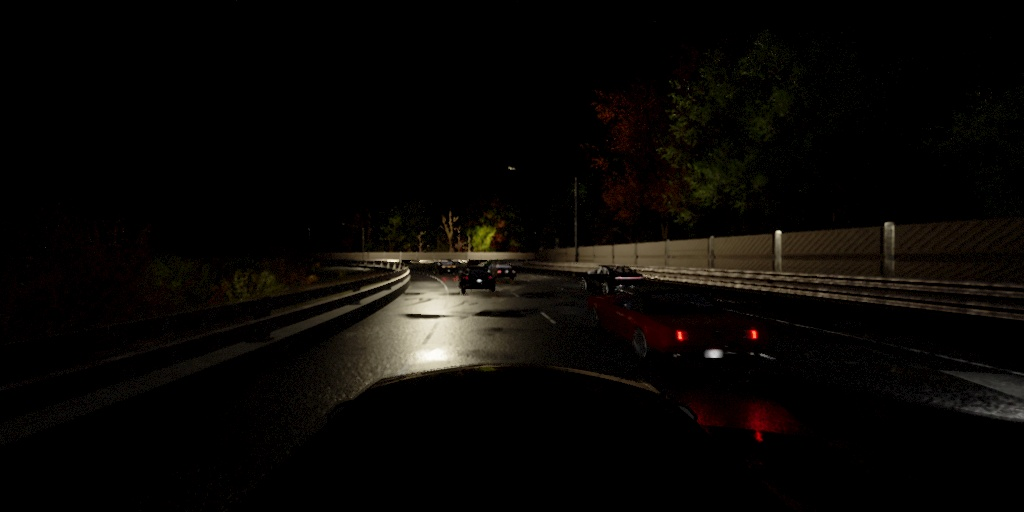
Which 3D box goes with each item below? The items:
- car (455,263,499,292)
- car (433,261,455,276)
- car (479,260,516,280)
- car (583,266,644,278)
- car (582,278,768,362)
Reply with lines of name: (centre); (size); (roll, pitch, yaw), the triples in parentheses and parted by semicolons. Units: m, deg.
car: (-2.227, 1.354, 21.767); (1.994, 1.385, 4.181); (0, 0, -11)
car: (-7.322, 1.317, 38.986); (2.128, 1.511, 4.902); (0, 0, -21)
car: (-1.164, 1.357, 32.012); (2.033, 1.411, 5.357); (0, 0, -17)
car: (5.326, 1.275, 19.437); (2.128, 1.511, 4.902); (0, 0, -10)
car: (3.236, 1.363, 8.270); (1.895, 1.301, 4.718); (0, 0, -5)
